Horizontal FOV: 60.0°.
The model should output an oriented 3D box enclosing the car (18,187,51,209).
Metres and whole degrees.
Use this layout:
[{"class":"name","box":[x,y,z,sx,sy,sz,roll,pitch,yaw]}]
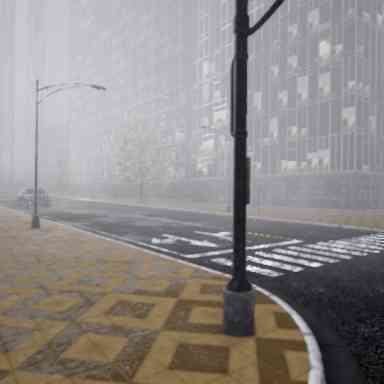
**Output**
[{"class":"car","box":[-16.081,0.570,33.747,2.150,2.045,5.566,1,1,-39]}]
